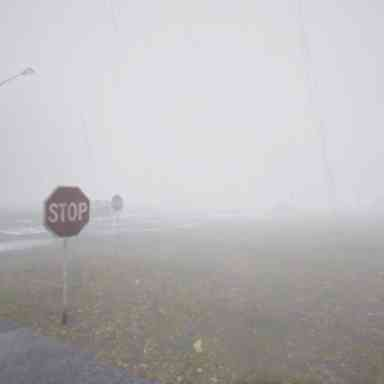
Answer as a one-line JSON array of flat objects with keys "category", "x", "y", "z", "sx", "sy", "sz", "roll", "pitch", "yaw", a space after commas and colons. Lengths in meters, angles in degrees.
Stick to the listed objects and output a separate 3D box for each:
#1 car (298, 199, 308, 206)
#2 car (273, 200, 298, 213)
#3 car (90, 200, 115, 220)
[{"category": "car", "x": 24.871, "y": 2.392, "z": 75.524, "sx": 2.033, "sy": 1.411, "sz": 5.357, "roll": 1, "pitch": 0, "yaw": 36}, {"category": "car", "x": 12.995, "y": 2.119, "z": 47.138, "sx": 1.812, "sy": 1.442, "sz": 4.674, "roll": 1, "pitch": 0, "yaw": 36}, {"category": "car", "x": -8.931, "y": 1.478, "z": 28.740, "sx": 2.097, "sy": 1.767, "sz": 4.553, "roll": 1, "pitch": -1, "yaw": 36}]
